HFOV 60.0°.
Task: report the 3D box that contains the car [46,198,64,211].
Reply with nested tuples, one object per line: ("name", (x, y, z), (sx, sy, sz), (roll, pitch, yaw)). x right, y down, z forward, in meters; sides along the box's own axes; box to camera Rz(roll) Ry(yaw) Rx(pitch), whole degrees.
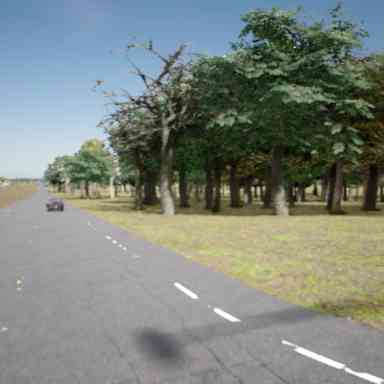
("car", (-16.982, 1.584, 41.437), (2.128, 1.511, 4.902), (-1, 0, -24))

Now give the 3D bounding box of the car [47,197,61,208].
("car", (-21.065, 1.602, 50.602), (1.812, 1.442, 4.674), (-1, 0, -24))
